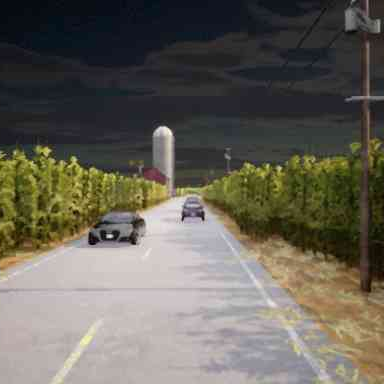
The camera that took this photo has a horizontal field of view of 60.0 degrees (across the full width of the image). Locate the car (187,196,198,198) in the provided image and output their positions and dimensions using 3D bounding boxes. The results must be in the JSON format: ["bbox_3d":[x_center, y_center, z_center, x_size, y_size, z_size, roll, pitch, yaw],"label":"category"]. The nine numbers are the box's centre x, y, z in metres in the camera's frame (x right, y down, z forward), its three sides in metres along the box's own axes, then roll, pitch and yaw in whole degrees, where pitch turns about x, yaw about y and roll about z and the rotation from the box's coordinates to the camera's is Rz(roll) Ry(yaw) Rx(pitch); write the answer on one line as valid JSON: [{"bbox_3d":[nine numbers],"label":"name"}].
[{"bbox_3d":[0.077,1.313,39.723,2.097,1.767,4.553,0,0,0],"label":"car"}]

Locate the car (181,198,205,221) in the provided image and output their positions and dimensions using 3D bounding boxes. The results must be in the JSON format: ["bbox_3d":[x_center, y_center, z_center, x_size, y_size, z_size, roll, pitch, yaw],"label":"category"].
[{"bbox_3d":[0.078,1.500,26.996,1.812,1.442,4.674,0,0,0],"label":"car"}]

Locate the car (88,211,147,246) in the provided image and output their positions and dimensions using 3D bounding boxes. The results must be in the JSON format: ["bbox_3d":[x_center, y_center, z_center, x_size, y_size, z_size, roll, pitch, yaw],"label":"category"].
[{"bbox_3d":[-3.231,1.550,15.075,1.994,1.385,4.181,0,0,0],"label":"car"}]
